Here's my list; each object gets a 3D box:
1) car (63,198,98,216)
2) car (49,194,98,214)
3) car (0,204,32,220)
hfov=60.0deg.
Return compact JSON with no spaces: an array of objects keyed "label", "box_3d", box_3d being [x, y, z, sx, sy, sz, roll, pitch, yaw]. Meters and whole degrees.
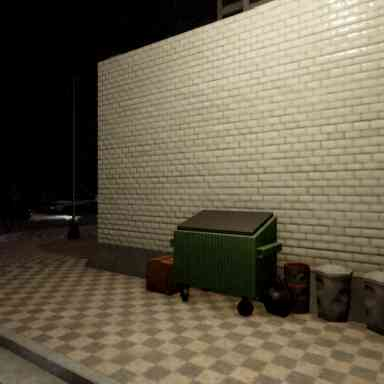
[{"label":"car","box_3d":[-10.205,1.619,33.286,1.994,1.385,4.181,0,0,36]},{"label":"car","box_3d":[-12.572,1.276,36.015,2.150,2.045,5.566,0,0,36]},{"label":"car","box_3d":[-15.073,1.619,26.450,1.994,1.385,4.181,0,0,33]}]
